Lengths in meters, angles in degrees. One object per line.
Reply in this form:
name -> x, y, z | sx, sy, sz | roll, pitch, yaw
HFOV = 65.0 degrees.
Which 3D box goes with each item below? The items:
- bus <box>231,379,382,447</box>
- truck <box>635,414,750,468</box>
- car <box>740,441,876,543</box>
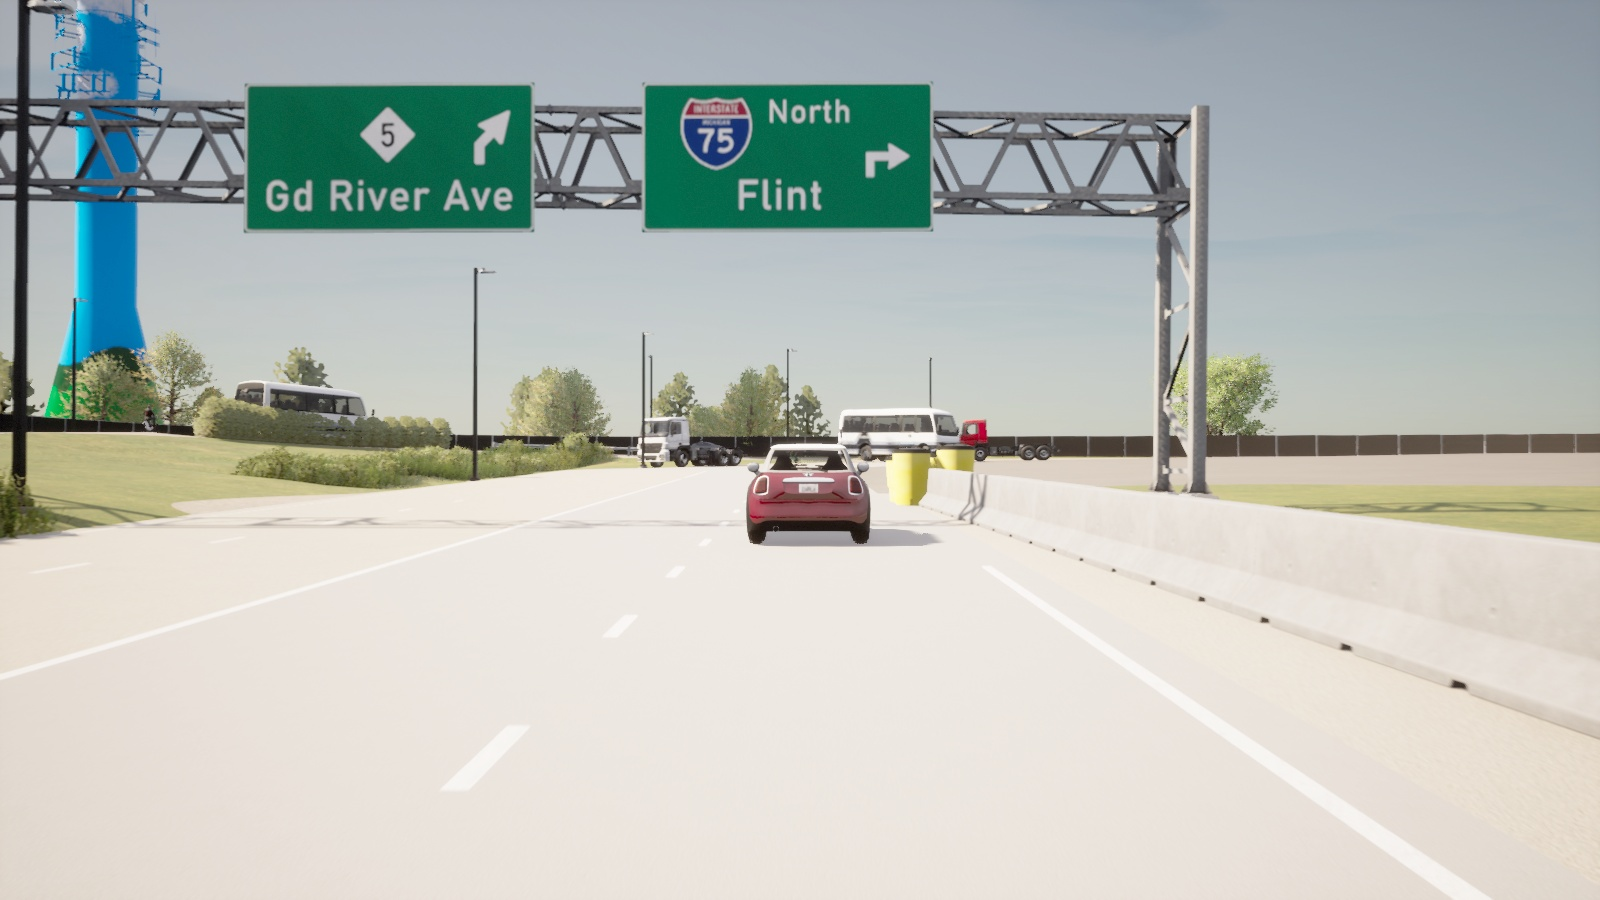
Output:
bus -> -35.724, -2.542, 91.528 | 3.944, 4.253, 10.273 | 0, -2, 25
truck -> -7.207, -0.577, 85.362 | 2.891, 3.462, 7.936 | -1, 0, 41
car -> 0.131, 0.597, 20.106 | 1.970, 1.475, 3.806 | 0, 0, 0
